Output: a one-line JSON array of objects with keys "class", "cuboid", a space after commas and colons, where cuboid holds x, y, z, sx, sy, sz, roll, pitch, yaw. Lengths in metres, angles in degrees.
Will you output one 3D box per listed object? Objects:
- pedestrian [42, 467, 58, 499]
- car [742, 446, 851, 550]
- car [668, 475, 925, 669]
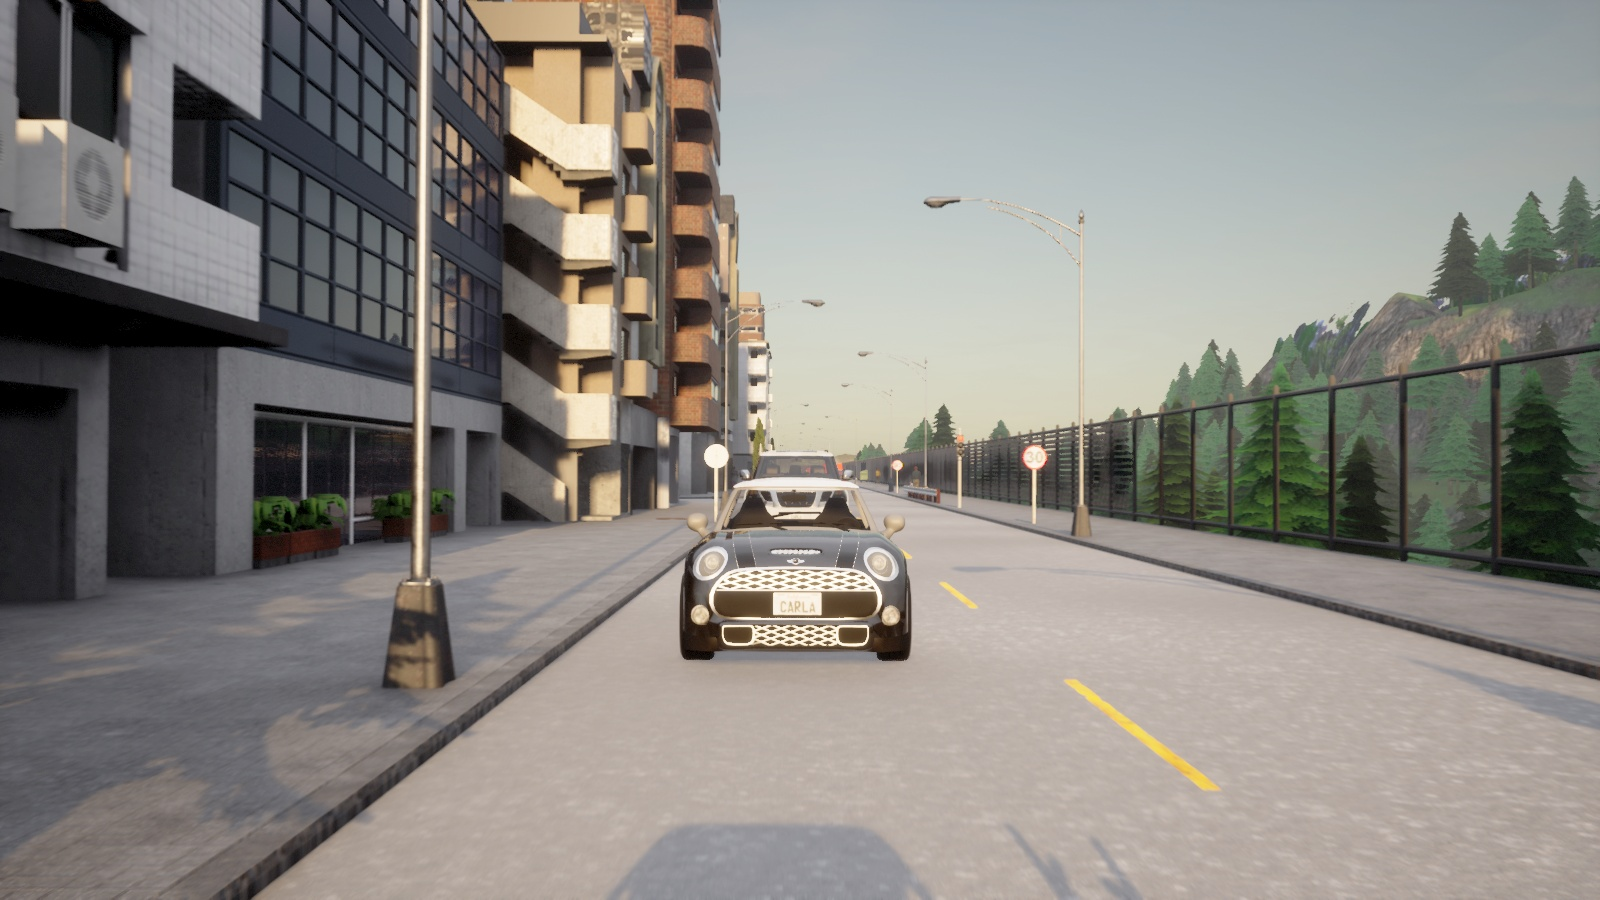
[{"class": "pedestrian", "cuboid": [-43.140, 1.903, 72.255, 0.726, 1.835, 0.370, 0, -1, 3]}, {"class": "car", "cuboid": [-0.072, 0.995, 27.554, 2.150, 2.045, 5.566, 0, -1, 0]}, {"class": "car", "cuboid": [-0.030, 0.973, 11.547, 1.970, 1.475, 3.806, 0, -1, 0]}]
